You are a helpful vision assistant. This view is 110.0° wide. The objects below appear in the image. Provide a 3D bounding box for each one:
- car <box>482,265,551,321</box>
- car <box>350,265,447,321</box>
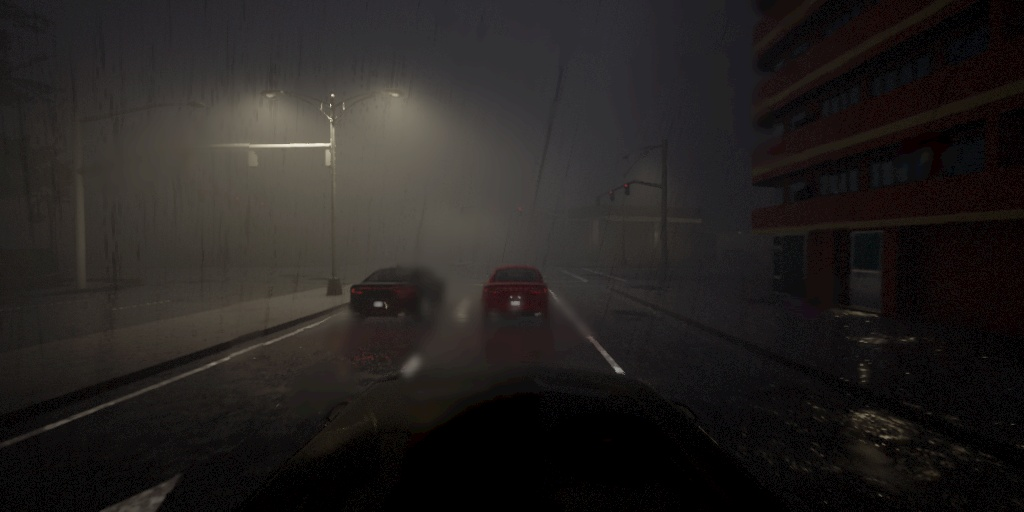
[{"bbox_3d":[0.141,1.022,11.562,1.882,1.535,5.008,0,1,1],"label":"car"},{"bbox_3d":[-3.361,1.022,11.544,1.882,1.535,5.008,0,1,0],"label":"car"}]
